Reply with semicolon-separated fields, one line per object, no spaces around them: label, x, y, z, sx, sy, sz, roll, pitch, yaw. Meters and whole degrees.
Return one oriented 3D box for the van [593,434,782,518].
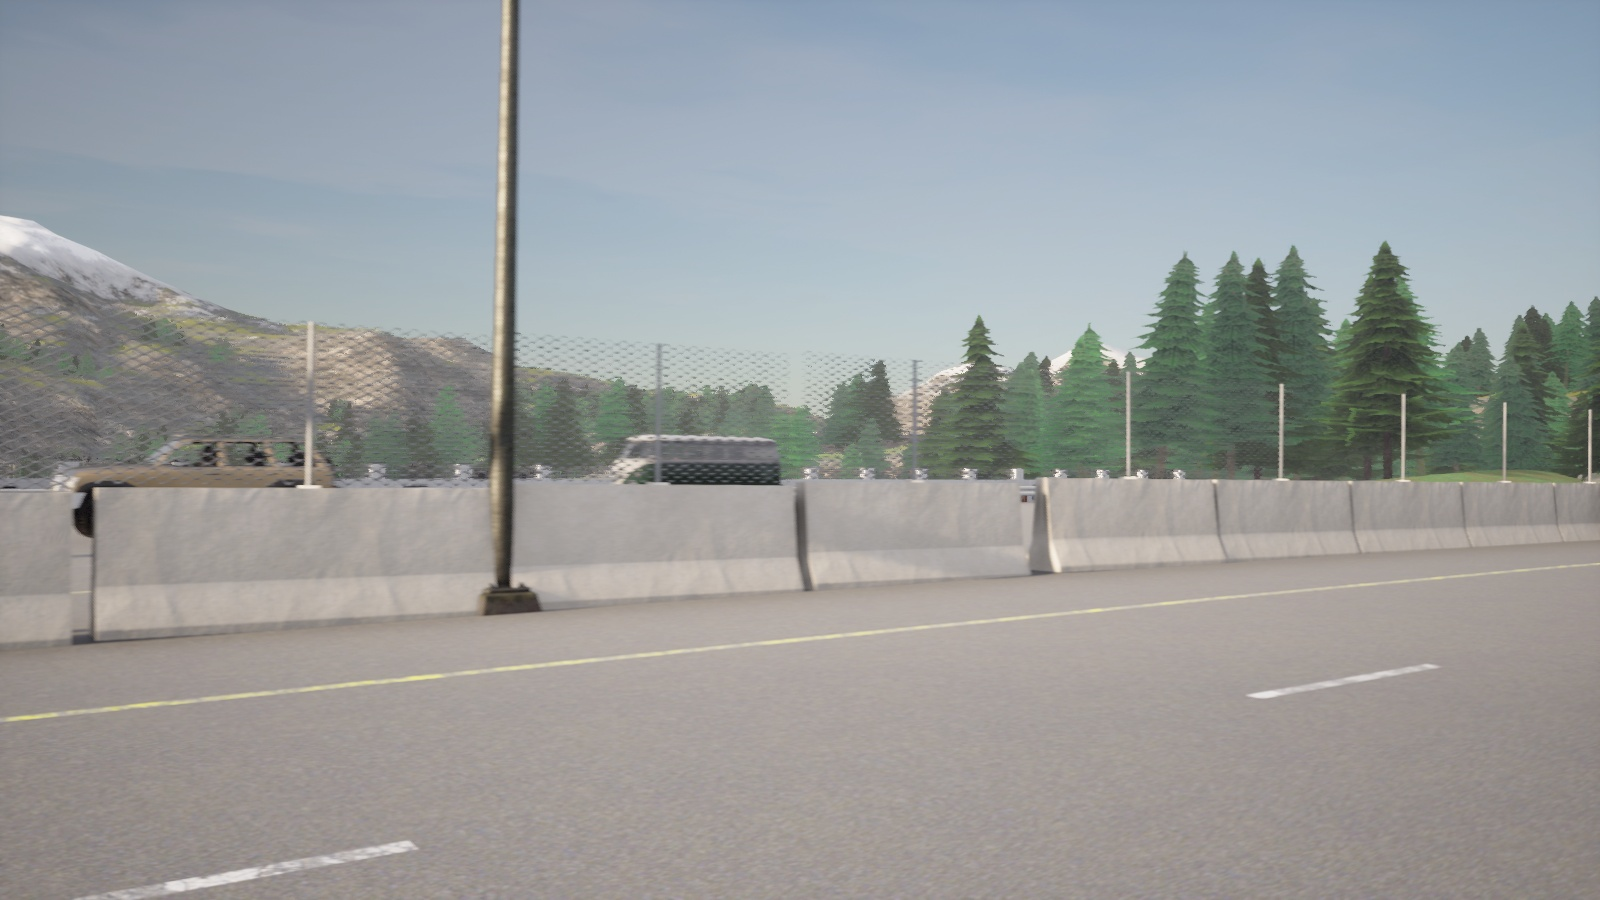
van;-2.789;0.626;31.568;4.442;1.987;1.775;0;0;-35

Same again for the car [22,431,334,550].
car;-10.716;0.638;21.777;4.605;1.855;1.932;0;0;-35
